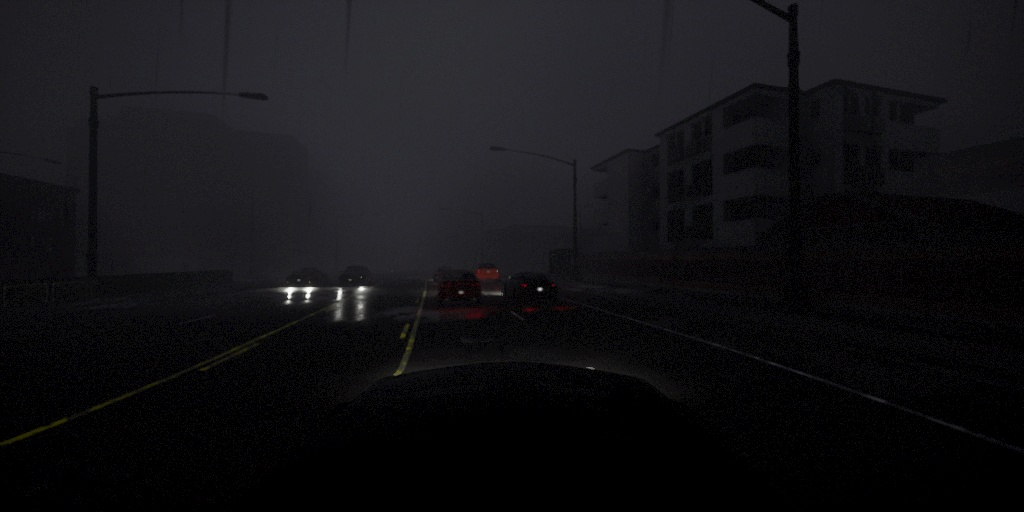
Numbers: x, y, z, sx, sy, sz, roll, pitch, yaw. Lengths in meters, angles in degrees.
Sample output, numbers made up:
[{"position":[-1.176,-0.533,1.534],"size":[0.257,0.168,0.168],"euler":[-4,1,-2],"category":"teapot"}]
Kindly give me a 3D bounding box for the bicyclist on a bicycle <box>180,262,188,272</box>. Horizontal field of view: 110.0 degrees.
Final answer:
[{"position":[-41.511,1.530,45.429],"size":[0.582,1.620,1.656],"euler":[0,0,-14],"category":"bicyclist on a bicycle"}]

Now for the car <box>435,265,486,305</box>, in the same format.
[{"position":[-2.629,1.378,17.312],"size":[1.882,1.535,5.008],"euler":[0,0,-12],"category":"car"}]

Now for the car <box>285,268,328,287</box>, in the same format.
[{"position":[-15.737,1.583,27.647],"size":[1.994,1.385,4.181],"euler":[0,-1,-13],"category":"car"}]

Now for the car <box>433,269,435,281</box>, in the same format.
[{"position":[-5.951,1.606,31.871],"size":[1.994,1.385,4.181],"euler":[0,-1,-13],"category":"car"}]

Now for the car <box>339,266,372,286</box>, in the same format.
[{"position":[-12.335,1.533,28.471],"size":[1.837,1.490,4.892],"euler":[0,-1,-13],"category":"car"}]

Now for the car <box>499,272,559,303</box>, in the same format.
[{"position":[0.830,1.464,17.854],"size":[1.994,1.385,4.181],"euler":[0,-1,-12],"category":"car"}]

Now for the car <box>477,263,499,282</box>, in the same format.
[{"position":[-2.495,1.392,32.507],"size":[2.097,1.767,4.553],"euler":[0,-1,-13],"category":"car"}]
